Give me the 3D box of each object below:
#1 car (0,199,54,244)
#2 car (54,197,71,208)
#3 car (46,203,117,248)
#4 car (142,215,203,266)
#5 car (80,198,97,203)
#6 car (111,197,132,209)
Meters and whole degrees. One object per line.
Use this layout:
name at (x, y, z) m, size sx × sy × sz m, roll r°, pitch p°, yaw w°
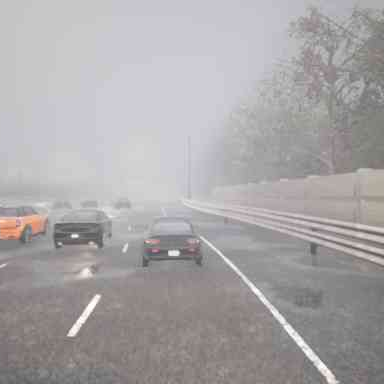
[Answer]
car at (-8.432, 1.384, 15.951) m, size 2.097 × 1.767 × 4.553 m, roll 0°, pitch 0°, yaw -9°
car at (-18.280, 1.423, 46.561) m, size 2.097 × 1.767 × 4.553 m, roll 0°, pitch 0°, yaw -26°
car at (-4.713, 1.496, 14.923) m, size 1.882 × 1.535 × 5.008 m, roll 0°, pitch 0°, yaw -8°
car at (-0.742, 1.529, 11.498) m, size 1.812 × 1.442 × 4.674 m, roll 0°, pitch 0°, yaw -6°
car at (-14.751, 1.534, 47.337) m, size 1.882 × 1.535 × 5.008 m, roll 0°, pitch 0°, yaw -26°
car at (-9.513, 1.389, 44.290) m, size 2.097 × 1.767 × 4.553 m, roll 0°, pitch 0°, yaw -23°
